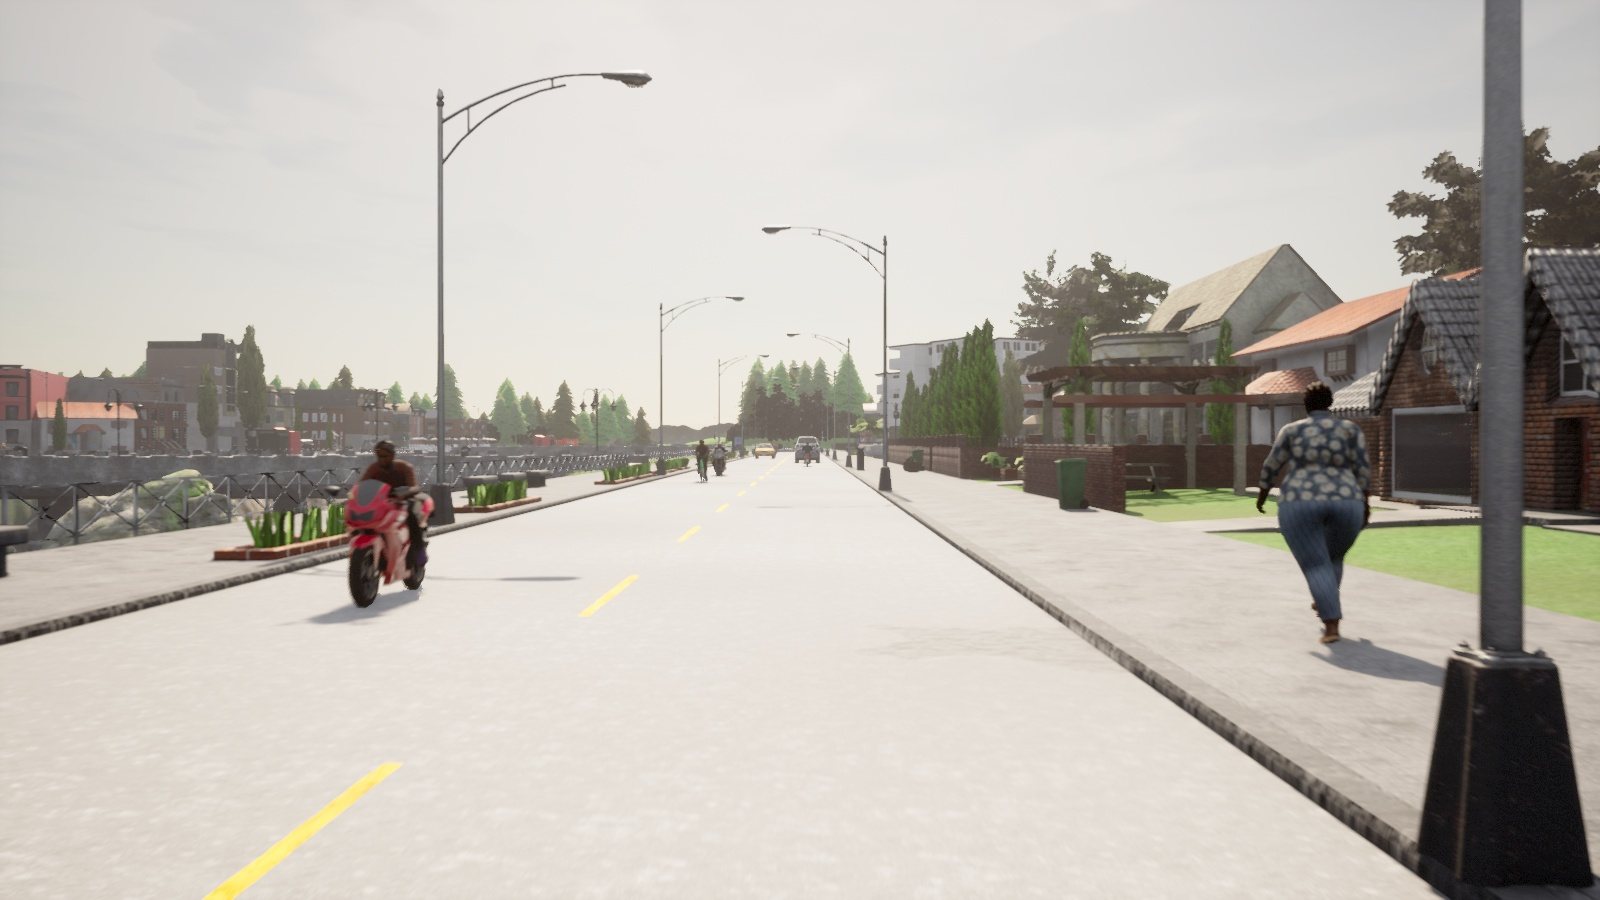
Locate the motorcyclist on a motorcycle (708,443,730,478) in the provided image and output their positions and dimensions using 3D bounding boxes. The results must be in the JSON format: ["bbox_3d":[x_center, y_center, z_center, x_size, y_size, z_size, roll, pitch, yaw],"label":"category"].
[{"bbox_3d":[-3.659,0.458,56.844,0.866,1.530,2.191,0,0,0],"label":"motorcyclist on a motorcycle"}]

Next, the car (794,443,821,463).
[{"bbox_3d":[0.560,0.179,94.714,1.970,1.475,3.806,0,0,0],"label":"car"}]

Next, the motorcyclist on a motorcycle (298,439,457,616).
[{"bbox_3d":[-3.917,0.659,11.823,0.797,1.523,2.044,0,0,0],"label":"motorcyclist on a motorcycle"}]

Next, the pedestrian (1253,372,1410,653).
[{"bbox_3d":[3.706,0.410,8.835,0.874,1.855,0.900,0,0,14],"label":"pedestrian"}]
